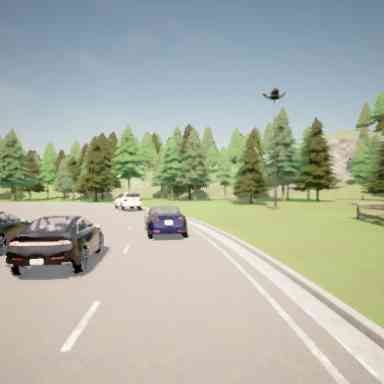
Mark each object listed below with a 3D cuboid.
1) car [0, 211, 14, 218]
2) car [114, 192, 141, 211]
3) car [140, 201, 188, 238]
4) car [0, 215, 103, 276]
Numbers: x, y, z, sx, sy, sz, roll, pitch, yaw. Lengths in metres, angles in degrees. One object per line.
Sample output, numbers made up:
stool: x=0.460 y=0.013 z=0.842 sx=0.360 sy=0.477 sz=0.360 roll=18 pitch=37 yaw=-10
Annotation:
car: x=-7.841 y=1.502 z=13.065 sx=2.128 sy=1.511 sz=4.902 roll=-1 pitch=0 yaw=-8
car: x=-7.500 y=1.058 z=38.716 sx=2.150 sy=2.045 sz=5.566 roll=0 pitch=0 yaw=-24
car: x=-1.431 y=1.407 z=17.242 sx=2.163 sy=1.488 sz=4.792 roll=-1 pitch=0 yaw=-10
car: x=-4.019 y=1.471 z=10.446 sx=2.128 sy=1.511 sz=4.902 roll=-1 pitch=0 yaw=-6
